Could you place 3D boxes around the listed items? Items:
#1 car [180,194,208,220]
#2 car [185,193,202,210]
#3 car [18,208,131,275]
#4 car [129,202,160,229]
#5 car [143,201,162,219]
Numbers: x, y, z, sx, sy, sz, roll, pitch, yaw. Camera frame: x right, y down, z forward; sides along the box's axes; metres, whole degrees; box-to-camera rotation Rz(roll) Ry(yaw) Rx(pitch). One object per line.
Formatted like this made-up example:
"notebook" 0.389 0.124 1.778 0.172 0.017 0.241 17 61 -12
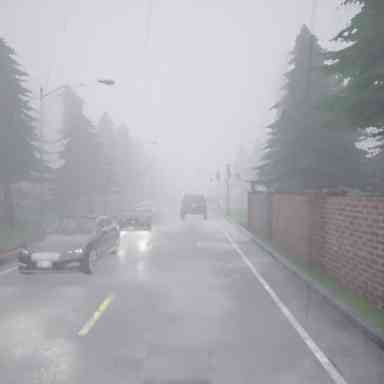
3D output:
"car" 0.175 1.210 28.409 2.150 2.045 5.566 0 0 1
"car" 0.249 1.209 44.072 2.150 2.045 5.566 0 0 1
"car" -3.557 1.481 10.495 2.128 1.511 4.902 0 0 0
"car" -3.406 1.554 21.312 1.994 1.385 4.181 0 0 0
"car" -3.446 1.464 26.003 1.882 1.535 5.008 0 0 0
